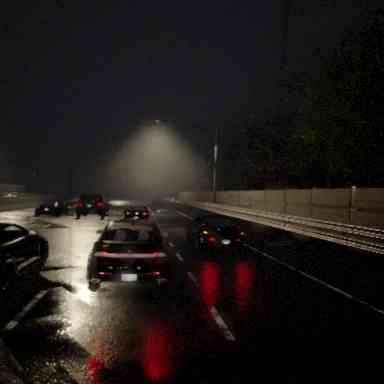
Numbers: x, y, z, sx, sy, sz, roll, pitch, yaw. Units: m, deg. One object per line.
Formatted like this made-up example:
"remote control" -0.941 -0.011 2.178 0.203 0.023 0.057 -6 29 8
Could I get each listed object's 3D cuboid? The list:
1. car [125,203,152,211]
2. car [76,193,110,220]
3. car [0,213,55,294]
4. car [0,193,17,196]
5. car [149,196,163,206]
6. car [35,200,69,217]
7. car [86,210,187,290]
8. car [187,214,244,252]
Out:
"car" -4.495 1.660 27.163 1.895 1.301 4.718 2 -1 -9
"car" -8.039 1.140 27.289 2.150 2.045 5.566 2 -1 -9
"car" -5.053 1.435 8.326 1.994 1.385 4.181 2 -1 -9
"car" -25.255 0.889 45.450 2.128 1.511 4.902 2 -1 -9
"car" -6.368 1.861 60.728 1.994 1.385 4.181 2 -1 -9
"car" -11.717 1.343 28.064 1.994 1.385 4.181 2 -1 -9
"car" -1.628 1.506 9.064 2.128 1.511 4.902 2 -1 -9
"car" 0.919 1.691 14.680 1.812 1.442 4.674 2 -1 -9
